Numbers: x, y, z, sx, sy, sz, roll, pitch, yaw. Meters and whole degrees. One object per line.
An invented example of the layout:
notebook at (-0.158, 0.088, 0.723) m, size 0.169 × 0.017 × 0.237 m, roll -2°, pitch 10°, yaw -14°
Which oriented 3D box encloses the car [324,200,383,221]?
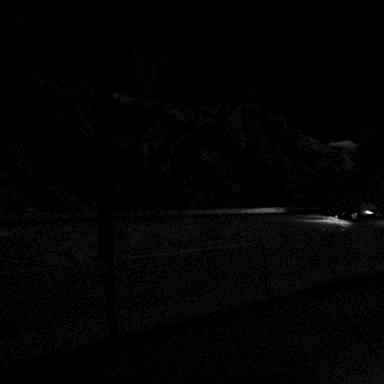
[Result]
car at (14.052, 1.613, 27.959) m, size 5.357 × 1.411 × 2.033 m, roll 0°, pitch 0°, yaw -25°
